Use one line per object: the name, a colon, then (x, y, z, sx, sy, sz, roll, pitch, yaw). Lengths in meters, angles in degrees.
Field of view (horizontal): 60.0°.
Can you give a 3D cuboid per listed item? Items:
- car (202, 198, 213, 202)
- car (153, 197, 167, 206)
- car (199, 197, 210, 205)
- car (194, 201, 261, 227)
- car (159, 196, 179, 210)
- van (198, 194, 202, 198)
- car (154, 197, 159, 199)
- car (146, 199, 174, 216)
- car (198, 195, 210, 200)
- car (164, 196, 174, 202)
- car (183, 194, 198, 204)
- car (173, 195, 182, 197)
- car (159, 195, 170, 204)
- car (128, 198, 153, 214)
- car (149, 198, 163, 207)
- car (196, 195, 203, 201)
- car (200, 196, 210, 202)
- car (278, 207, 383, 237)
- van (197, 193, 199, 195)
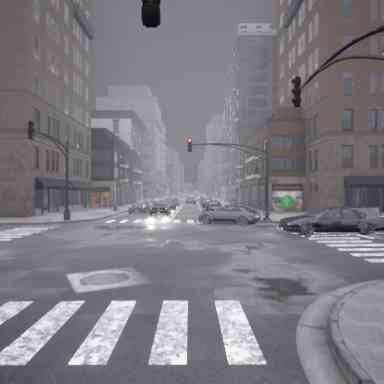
car: (2.359, 1.598, 36.136, 1.947, 1.339, 4.313, 0, 0, 0)
car: (-5.625, 1.621, 58.194, 2.008, 1.369, 4.403, 0, 0, 0)
car: (2.410, 1.633, 63.690, 2.008, 1.369, 4.403, 0, 0, 0)
car: (2.553, 1.576, 22.730, 4.181, 1.385, 1.994, 0, 0, 31)
car: (-3.110, 1.607, 43.493, 1.994, 1.385, 4.181, 0, 0, 1)
van: (2.400, 1.411, 58.180, 1.690, 1.788, 3.998, 0, 0, 0)
car: (-5.655, 1.480, 41.663, 1.967, 1.590, 4.097, 0, 0, 0)
car: (-3.133, 1.629, 33.515, 1.895, 1.301, 4.718, 0, 0, 0)
car: (2.390, 1.625, 52.669, 1.947, 1.339, 4.313, 0, 0, 0)
car: (-5.584, 1.677, 80.237, 2.008, 1.369, 4.403, 0, 0, 0)
car: (-0.227, 1.647, 63.704, 1.994, 1.385, 4.181, 0, 0, 0)
car: (-3.085, 1.625, 53.607, 1.994, 1.385, 4.181, 0, 0, 0)
car: (-5.604, 1.537, 69.216, 1.967, 1.590, 4.097, 0, 0, 0)
car: (-5.665, 1.472, 36.152, 1.967, 1.590, 4.097, 0, 0, 0)
car: (-5.635, 1.641, 52.684, 1.802, 1.307, 4.206, 0, 0, 0)
car: (2.049, 1.678, 90.105, 1.812, 1.442, 4.674, 0, 0, 0)
car: (2.380, 1.631, 47.159, 1.802, 1.307, 4.206, 0, 0, 0)
car: (7.364, 1.514, 17.381, 5.357, 1.411, 2.033, 0, 0, 0)
van: (2.420, 1.437, 69.201, 1.690, 1.788, 3.998, 0, 0, 0)
